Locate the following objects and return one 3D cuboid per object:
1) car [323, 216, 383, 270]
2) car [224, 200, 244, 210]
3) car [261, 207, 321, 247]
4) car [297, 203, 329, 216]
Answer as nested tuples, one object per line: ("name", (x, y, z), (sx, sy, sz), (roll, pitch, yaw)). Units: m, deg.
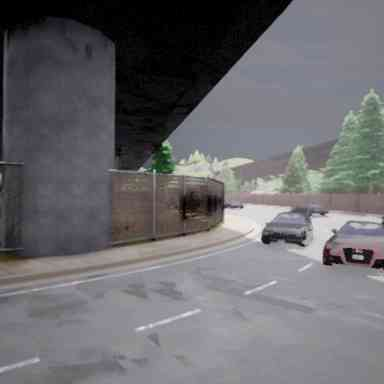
("car", (5.787, 1.697, 11.237), (1.994, 1.385, 4.181), (0, 0, 31))
("car", (6.594, 2.014, 52.675), (2.033, 1.411, 5.357), (1, 0, -11))
("car", (4.859, 1.713, 16.266), (2.033, 1.411, 5.357), (0, 0, 25))
("car", (13.316, 1.949, 37.714), (2.033, 1.411, 5.357), (1, 0, -11))
